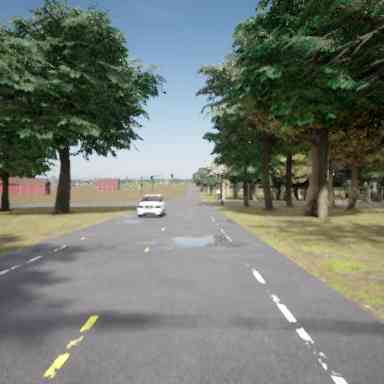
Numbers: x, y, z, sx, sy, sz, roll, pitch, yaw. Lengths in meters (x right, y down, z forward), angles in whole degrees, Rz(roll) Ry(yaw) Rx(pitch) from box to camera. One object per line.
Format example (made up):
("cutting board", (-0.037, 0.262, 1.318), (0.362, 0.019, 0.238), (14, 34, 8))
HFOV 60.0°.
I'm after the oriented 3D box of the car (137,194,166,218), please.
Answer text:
("car", (-3.588, 1.230, 30.500), (2.150, 2.045, 5.566), (0, 0, 0))
